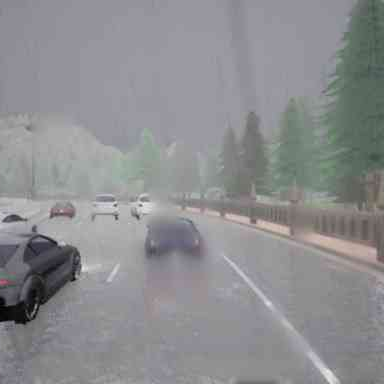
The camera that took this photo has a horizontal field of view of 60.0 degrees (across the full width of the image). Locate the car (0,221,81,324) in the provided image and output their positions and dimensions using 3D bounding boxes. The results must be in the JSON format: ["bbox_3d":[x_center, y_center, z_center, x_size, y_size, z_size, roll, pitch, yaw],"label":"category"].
[{"bbox_3d":[-3.795,1.570,7.104,1.994,1.385,4.181,0,0,-4],"label":"car"}]

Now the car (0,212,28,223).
[{"bbox_3d":[-8.037,1.538,13.829,1.812,1.442,4.674,0,0,-7],"label":"car"}]

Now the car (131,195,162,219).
[{"bbox_3d":[-3.999,1.232,29.034,2.150,2.045,5.566,0,0,-15],"label":"car"}]

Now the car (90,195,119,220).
[{"bbox_3d":[-7.604,1.236,28.972,2.150,2.045,5.566,0,0,-16],"label":"car"}]

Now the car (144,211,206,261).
[{"bbox_3d":[-0.752,1.604,12.352,1.895,1.301,4.718,0,0,-7],"label":"car"}]

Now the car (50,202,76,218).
[{"bbox_3d":[-11.697,1.584,30.312,1.994,1.385,4.181,0,0,-17],"label":"car"}]
